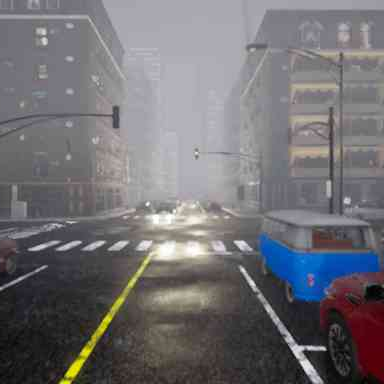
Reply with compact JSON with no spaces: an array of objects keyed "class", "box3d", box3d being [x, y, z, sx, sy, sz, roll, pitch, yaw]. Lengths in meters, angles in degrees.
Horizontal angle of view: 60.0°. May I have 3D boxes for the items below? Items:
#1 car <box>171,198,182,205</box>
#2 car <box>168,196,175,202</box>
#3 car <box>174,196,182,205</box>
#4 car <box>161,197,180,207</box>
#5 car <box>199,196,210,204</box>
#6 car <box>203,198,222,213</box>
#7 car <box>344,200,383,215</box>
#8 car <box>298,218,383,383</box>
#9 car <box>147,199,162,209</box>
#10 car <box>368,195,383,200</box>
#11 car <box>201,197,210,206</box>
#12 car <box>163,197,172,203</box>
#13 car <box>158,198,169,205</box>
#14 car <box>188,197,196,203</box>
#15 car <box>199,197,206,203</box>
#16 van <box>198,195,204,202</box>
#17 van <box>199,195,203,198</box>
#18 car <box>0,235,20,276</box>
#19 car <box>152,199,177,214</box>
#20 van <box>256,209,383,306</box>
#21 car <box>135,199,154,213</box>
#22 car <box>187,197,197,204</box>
[{"class":"car","box3d":[-3.052,1.869,67.868,2.033,1.411,5.357,0,0,0]},{"class":"car","box3d":[-5.771,2.014,95.340,1.752,1.417,4.829,0,0,0]},{"class":"car","box3d":[-3.099,1.622,57.333,2.097,1.767,4.553,0,0,0]},{"class":"car","box3d":[-3.131,1.783,47.282,1.994,1.385,4.181,0,0,0]},{"class":"car","box3d":[2.640,1.812,56.837,1.887,1.381,4.507,0,0,0]},{"class":"car","box3d":[2.654,1.766,40.267,1.802,1.307,4.206,0,0,0]},{"class":"car","box3d":[13.608,1.480,24.822,4.718,1.301,1.895,-1,0,-1]},{"class":"car","box3d":[2.681,1.326,2.346,2.192,1.841,5.009,0,0,0]},{"class":"car","box3d":[-5.736,1.806,51.319,1.947,1.339,4.313,0,0,0]},{"class":"car","box3d":[15.739,1.155,27.418,5.009,1.841,2.192,-1,1,0]},{"class":"car","box3d":[2.649,1.777,45.790,1.947,1.339,4.313,0,0,0]},{"class":"car","box3d":[-5.758,1.964,78.936,1.802,1.307,4.206,0,0,0]},{"class":"car","box3d":[-5.749,1.869,67.890,1.887,1.381,4.507,0,0,0]},{"class":"car","box3d":[-0.061,1.814,79.756,1.895,1.301,4.718,0,0,0]},{"class":"car","box3d":[2.618,1.937,84.623,1.752,1.417,4.829,-1,0,0]},{"class":"van","box3d":[2.608,1.812,95.502,1.690,1.788,3.998,-1,0,0]},{"class":"van","box3d":[2.634,1.636,62.361,1.690,1.788,3.998,0,0,0]},{"class":"car","box3d":[-5.702,1.618,7.867,1.802,1.307,4.206,0,0,0]},{"class":"car","box3d":[-3.112,1.776,38.192,1.895,1.301,4.718,0,0,0]},{"class":"van","box3d":[2.677,1.376,7.874,1.690,1.788,3.998,0,0,0]},{"class":"car","box3d":[-5.727,1.751,40.272,1.947,1.339,4.313,0,0,0]},{"class":"car","box3d":[-0.054,1.850,69.720,1.812,1.442,4.674,0,0,0]}]
